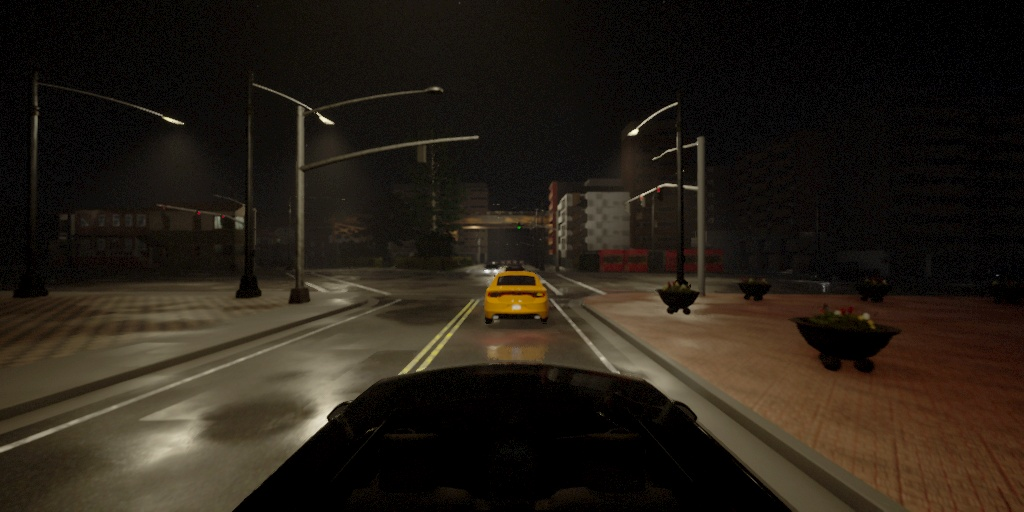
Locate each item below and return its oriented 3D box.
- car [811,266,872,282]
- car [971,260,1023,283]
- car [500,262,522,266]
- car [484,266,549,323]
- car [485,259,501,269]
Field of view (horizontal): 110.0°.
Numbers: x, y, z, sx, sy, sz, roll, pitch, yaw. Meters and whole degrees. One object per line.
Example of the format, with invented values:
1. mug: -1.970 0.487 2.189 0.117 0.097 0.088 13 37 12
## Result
1. car: 31.542 1.735 34.387 4.892 1.490 1.837 1 0 0
2. car: 47.738 1.418 34.320 5.566 2.045 2.150 1 0 0
3. car: 0.280 1.446 31.389 1.994 1.385 4.181 0 0 0
4. car: 0.149 1.266 12.335 1.882 1.535 5.008 0 0 1
5. car: -3.212 1.549 57.742 1.895 1.301 4.718 0 0 1
